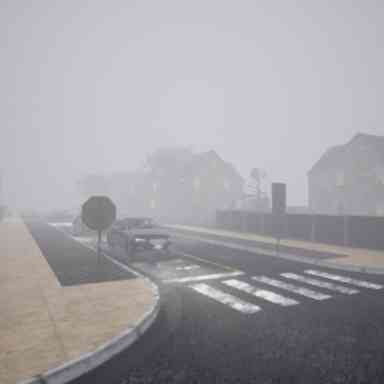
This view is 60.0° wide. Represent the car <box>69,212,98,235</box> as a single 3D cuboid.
[{"bbox_3d":[-7.394,2.193,24.186,1.837,1.490,4.892,1,-2,-28],"label":"car"}]

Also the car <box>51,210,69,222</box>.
[{"bbox_3d":[-14.991,2.722,38.304,1.895,1.301,4.718,1,-2,-28],"label":"car"}]

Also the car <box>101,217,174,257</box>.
[{"bbox_3d":[-2.442,1.912,15.019,2.128,1.511,4.902,1,-2,-28],"label":"car"}]
